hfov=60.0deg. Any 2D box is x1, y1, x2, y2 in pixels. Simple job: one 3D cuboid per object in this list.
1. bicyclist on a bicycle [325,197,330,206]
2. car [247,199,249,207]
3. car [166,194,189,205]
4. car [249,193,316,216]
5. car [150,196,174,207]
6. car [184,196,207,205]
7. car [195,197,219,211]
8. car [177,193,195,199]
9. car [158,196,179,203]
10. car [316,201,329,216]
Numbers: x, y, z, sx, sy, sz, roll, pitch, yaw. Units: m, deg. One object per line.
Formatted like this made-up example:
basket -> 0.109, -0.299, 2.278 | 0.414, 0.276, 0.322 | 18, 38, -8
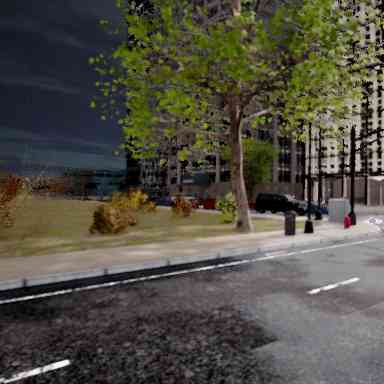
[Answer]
bicyclist on a bicycle -> 17.633, 1.443, 43.062 | 1.656, 1.620, 0.582 | 1, 0, -34
car -> 6.256, 1.493, 40.540 | 1.812, 1.442, 4.674 | 1, -1, -34
car -> -2.724, 1.341, 60.070 | 2.097, 1.767, 4.553 | 1, -1, -33
car -> 8.398, 1.151, 31.500 | 2.150, 2.045, 5.566 | 1, -1, -34
car -> -3.768, 1.446, 49.698 | 2.033, 1.411, 5.357 | 1, -1, -34
car -> 0.633, 1.566, 60.803 | 1.812, 1.442, 4.674 | 1, -1, -34
car -> 2.833, 1.393, 39.811 | 1.882, 1.535, 5.008 | 1, -1, -34
car -> -1.022, 1.172, 51.439 | 2.150, 2.045, 5.566 | 1, -1, -34
car -> -4.929, 1.532, 69.116 | 2.033, 1.411, 5.357 | 1, -1, -34
car -> 11.561, 1.528, 32.673 | 2.033, 1.411, 5.357 | 1, -1, -31
